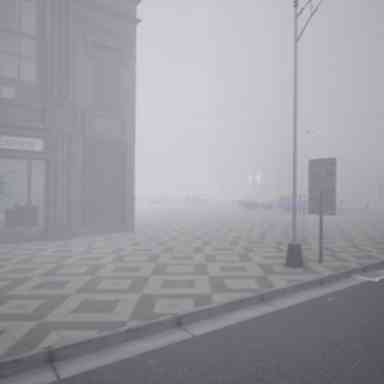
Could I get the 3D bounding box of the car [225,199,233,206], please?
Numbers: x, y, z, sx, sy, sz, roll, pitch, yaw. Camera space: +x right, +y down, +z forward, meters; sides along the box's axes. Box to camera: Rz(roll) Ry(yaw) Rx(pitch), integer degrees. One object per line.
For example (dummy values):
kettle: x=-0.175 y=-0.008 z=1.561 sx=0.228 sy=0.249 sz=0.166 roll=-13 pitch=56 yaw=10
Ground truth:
car: x=7.599 y=1.478 z=50.867 sx=1.887 sy=1.381 sz=4.507 roll=0 pitch=0 yaw=-36

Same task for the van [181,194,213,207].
van: x=0.647 y=1.191 z=45.891 sx=1.690 sy=1.788 sz=3.998 roll=0 pitch=0 yaw=-36

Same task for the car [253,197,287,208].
car: x=10.825 y=1.457 z=46.382 sx=1.887 sy=1.381 sz=4.507 roll=0 pitch=0 yaw=-36

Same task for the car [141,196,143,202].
car: x=-11.761 y=1.613 z=77.780 sx=2.008 sy=1.369 sz=4.403 roll=0 pitch=0 yaw=-36

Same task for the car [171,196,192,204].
car: x=-2.081 y=1.543 z=64.323 sx=1.887 sy=1.381 sz=4.507 roll=0 pitch=0 yaw=-36

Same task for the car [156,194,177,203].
car: x=-5.307 y=1.334 z=68.810 sx=2.192 sy=1.841 sz=5.009 roll=0 pitch=0 yaw=-36

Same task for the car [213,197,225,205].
car: x=4.273 y=1.481 z=55.491 sx=1.752 sy=1.417 sz=4.829 roll=0 pitch=0 yaw=-36

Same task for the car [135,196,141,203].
car: x=-12.252 y=1.486 z=63.835 sx=2.008 sy=1.369 sz=4.403 roll=0 pitch=0 yaw=-36

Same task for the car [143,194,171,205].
car: x=-5.803 y=1.474 z=54.862 sx=1.802 sy=1.307 sz=4.206 roll=0 pitch=0 yaw=-36

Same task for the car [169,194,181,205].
car: x=-4.336 y=1.430 z=57.576 sx=1.837 sy=1.490 sz=4.892 roll=1 pitch=-1 yaw=-36

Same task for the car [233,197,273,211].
car: x=7.096 y=1.352 z=36.918 sx=1.887 sy=1.381 sz=4.507 roll=0 pitch=0 yaw=-36

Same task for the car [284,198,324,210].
car: x=14.052 y=1.436 z=41.897 sx=1.887 sy=1.381 sz=4.507 roll=0 pitch=0 yaw=-36

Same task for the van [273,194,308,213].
van: x=10.321 y=1.128 z=32.433 sx=1.690 sy=1.788 sz=3.998 roll=0 pitch=0 yaw=-36
